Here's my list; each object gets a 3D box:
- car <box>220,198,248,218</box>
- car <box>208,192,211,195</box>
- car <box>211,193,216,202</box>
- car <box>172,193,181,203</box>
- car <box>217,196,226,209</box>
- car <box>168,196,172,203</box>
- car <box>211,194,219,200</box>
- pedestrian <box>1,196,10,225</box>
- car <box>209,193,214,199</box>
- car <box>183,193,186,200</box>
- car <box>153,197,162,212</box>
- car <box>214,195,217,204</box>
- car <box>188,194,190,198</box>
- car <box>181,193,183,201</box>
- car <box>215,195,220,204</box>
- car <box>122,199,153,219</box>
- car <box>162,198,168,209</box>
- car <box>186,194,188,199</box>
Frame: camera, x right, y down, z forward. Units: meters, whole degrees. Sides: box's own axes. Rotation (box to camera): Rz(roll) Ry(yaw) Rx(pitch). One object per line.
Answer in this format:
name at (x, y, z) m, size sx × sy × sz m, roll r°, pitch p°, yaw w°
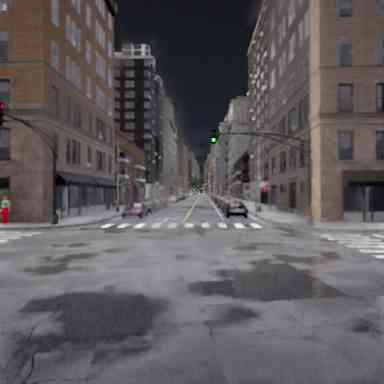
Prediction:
car at (3.692, 1.461, 28.380) m, size 1.947 × 1.339 × 4.313 m, roll 0°, pitch 0°, yaw 2°
car at (5.480, 1.286, 78.124) m, size 1.947 × 1.339 × 4.313 m, roll 0°, pitch 0°, yaw 2°
car at (4.685, 1.366, 56.015) m, size 1.947 × 1.339 × 4.313 m, roll 0°, pitch 0°, yaw 2°
car at (-3.642, 1.343, 61.666) m, size 1.752 × 1.417 × 4.829 m, roll 0°, pitch 0°, yaw 2°
car at (3.891, 1.421, 33.907) m, size 1.887 × 1.381 × 4.507 m, roll 0°, pitch 0°, yaw 2°
car at (-4.232, 1.420, 45.259) m, size 1.887 × 1.381 × 4.507 m, roll 0°, pitch 0°, yaw 2°
car at (5.678, 1.282, 83.651) m, size 1.802 × 1.307 × 4.206 m, roll 0°, pitch 0°, yaw 2°
pedestrian at (-11.830, 1.134, 21.108) m, size 0.375 × 1.860 × 0.375 m, roll 0°, pitch -1°, yaw 2°
car at (5.083, 1.311, 67.070) m, size 2.008 × 1.369 × 4.403 m, roll 0°, pitch 0°, yaw 2°
car at (-3.040, 1.322, 78.413) m, size 1.947 × 1.339 × 4.313 m, roll 0°, pitch 0°, yaw 2°
car at (-4.630, 1.478, 34.208) m, size 1.947 × 1.339 × 4.313 m, roll 0°, pitch 0°, yaw 2°
car at (4.288, 1.383, 44.961) m, size 1.887 × 1.381 × 4.507 m, roll 0°, pitch 0°, yaw 2°
car at (-2.444, 1.137, 94.990) m, size 1.967 × 1.590 × 4.097 m, roll 0°, pitch 0°, yaw 2°
car at (-3.438, 1.363, 67.362) m, size 1.947 × 1.339 × 4.313 m, roll 0°, pitch 0°, yaw 2°
car at (4.089, 1.408, 39.434) m, size 2.008 × 1.369 × 4.403 m, roll 0°, pitch 0°, yaw 2°
car at (-4.828, 1.513, 28.682) m, size 1.802 × 1.307 × 4.206 m, roll 0°, pitch 0°, yaw 2°
car at (-4.431, 1.445, 39.733) m, size 2.008 × 1.369 × 4.403 m, roll 0°, pitch 0°, yaw 2°
car at (-2.840, 1.051, 83.938) m, size 2.192 × 1.841 × 5.009 m, roll 0°, pitch 0°, yaw 2°
